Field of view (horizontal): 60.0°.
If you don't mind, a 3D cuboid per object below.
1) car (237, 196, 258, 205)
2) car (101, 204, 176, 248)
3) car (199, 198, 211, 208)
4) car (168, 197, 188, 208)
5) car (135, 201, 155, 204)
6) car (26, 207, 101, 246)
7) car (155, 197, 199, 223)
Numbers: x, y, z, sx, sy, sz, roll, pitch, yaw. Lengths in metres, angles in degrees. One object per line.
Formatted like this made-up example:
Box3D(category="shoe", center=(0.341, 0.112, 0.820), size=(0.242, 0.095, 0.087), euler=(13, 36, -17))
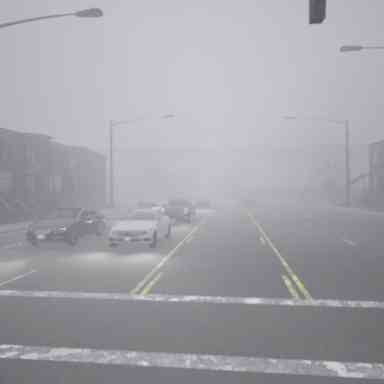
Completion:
Box3D(category="car", center=(8.329, 1.319, 50.498), size=(1.895, 1.301, 4.718), euler=(0, 0, -8))
Box3D(category="car", center=(-2.137, 1.478, 14.790), size=(1.812, 1.442, 4.674), euler=(0, 0, 7))
Box3D(category="car", center=(1.461, 1.402, 43.266), size=(1.895, 1.301, 4.718), euler=(0, 0, 7))
Box3D(category="car", center=(-1.860, 1.432, 44.848), size=(1.895, 1.301, 4.718), euler=(0, 0, 7))
Box3D(category="car", center=(-3.983, 1.454, 28.355), size=(2.033, 1.411, 5.357), euler=(0, 0, 7))
Box3D(category="car", center=(-5.582, 1.466, 15.359), size=(2.128, 1.511, 4.902), euler=(0, 0, 7))
Box3D(category="car", center=(-0.974, 1.255, 24.155), size=(2.097, 1.767, 4.553), euler=(0, 0, 7))
